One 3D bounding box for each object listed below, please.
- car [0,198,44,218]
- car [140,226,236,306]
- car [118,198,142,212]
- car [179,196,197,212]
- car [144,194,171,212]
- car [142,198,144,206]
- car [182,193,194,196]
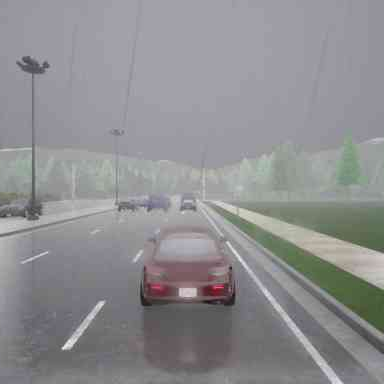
[{"bbox_3d":[-15.341,1.352,30.153,2.097,1.767,4.553,0,0,-1],"label":"car"},{"bbox_3d":[-0.094,1.526,7.899,1.812,1.442,4.674,0,0,-1],"label":"car"},{"bbox_3d":[-7.440,1.505,39.129,1.837,1.490,4.892,0,0,-1],"label":"car"},{"bbox_3d":[-0.441,1.526,39.275,1.812,1.442,4.674,0,0,-1],"label":"car"},{"bbox_3d":[-3.937,1.221,38.902,2.150,2.045,5.566,0,0,-1],"label":"car"},{"bbox_3d":[-7.561,1.564,49.478,1.994,1.385,4.181,0,0,-1],"label":"car"},{"bbox_3d":[-0.561,1.221,49.341,2.150,2.045,5.566,0,0,-1],"label":"car"}]
